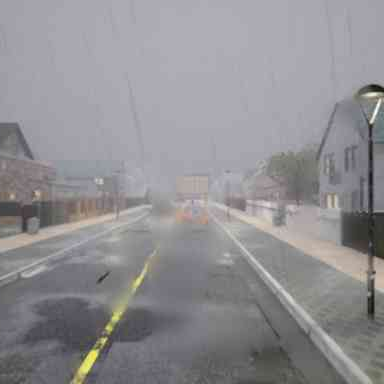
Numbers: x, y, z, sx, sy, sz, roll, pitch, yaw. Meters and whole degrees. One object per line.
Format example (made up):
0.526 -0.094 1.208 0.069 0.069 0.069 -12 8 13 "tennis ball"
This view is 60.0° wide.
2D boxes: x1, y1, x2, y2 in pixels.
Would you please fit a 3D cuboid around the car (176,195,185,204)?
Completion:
-2.703 1.586 74.160 2.150 2.045 5.566 0 0 0 "car"

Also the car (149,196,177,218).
-2.823 1.496 32.058 2.097 1.767 4.553 0 0 0 "car"

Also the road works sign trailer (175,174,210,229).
0.026 0.559 22.675 2.380 3.560 2.880 0 0 0 "road works sign trailer"
